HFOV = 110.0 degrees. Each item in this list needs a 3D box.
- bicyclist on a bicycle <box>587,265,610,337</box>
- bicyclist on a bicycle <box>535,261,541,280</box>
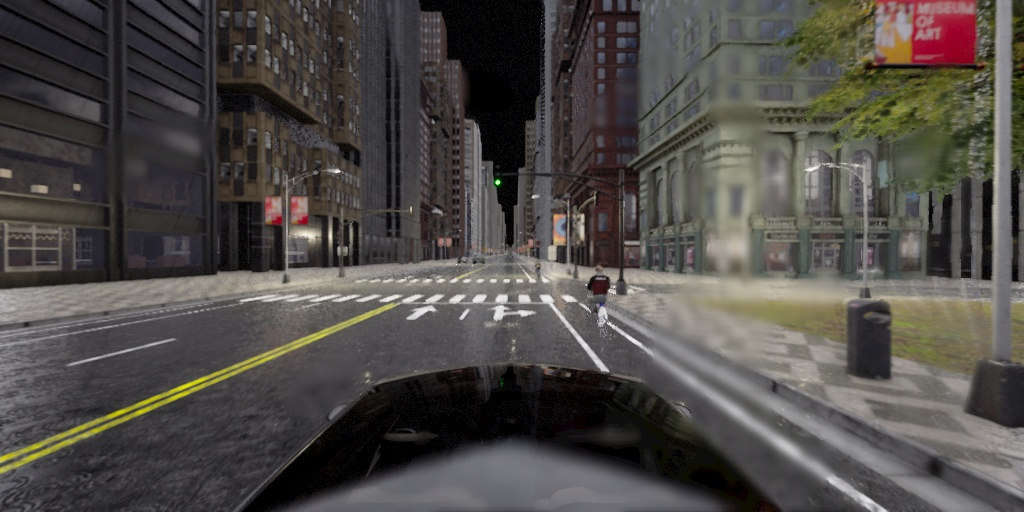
[{"bbox_3d":[2.248,1.124,9.462,0.659,1.776,1.843,0,0,0],"label":"bicyclist on a bicycle"},{"bbox_3d":[2.249,1.215,30.748,0.582,1.620,1.656,0,0,0],"label":"bicyclist on a bicycle"}]
